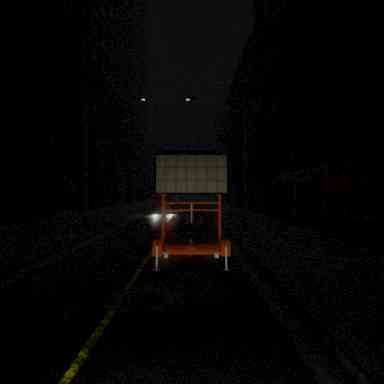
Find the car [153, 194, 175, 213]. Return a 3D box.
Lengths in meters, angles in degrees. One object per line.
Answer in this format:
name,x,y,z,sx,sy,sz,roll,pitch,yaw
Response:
car,-3.055,1.247,37.334,2.150,2.045,5.566,0,0,0

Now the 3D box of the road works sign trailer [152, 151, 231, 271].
road works sign trailer,-0.014,0.468,10.914,2.380,3.560,2.880,0,0,0
